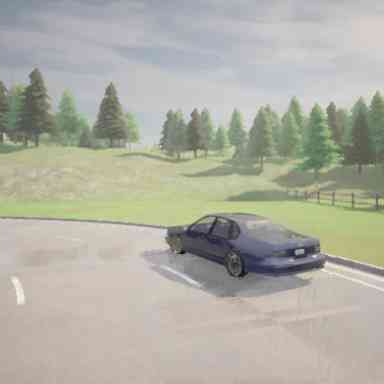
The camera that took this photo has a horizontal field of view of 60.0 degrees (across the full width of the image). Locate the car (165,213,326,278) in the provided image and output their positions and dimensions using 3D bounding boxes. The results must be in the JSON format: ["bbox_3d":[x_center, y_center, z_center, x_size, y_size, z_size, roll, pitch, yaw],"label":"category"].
[{"bbox_3d":[1.107,1.314,9.512,2.033,1.411,5.357,-1,2,-30],"label":"car"}]
